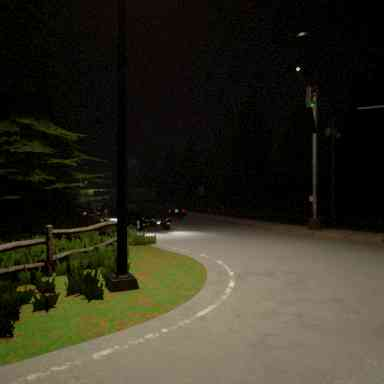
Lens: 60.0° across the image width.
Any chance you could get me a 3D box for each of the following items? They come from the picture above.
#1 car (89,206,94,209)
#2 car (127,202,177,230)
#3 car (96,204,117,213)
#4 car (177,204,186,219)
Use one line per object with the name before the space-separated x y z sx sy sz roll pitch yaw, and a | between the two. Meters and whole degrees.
car | -11.219 1.499 39.095 1.812 1.442 4.674 0 0 -24
car | -2.893 1.478 20.716 1.837 1.490 4.892 0 0 -25
car | -7.045 1.537 29.761 1.994 1.385 4.181 0 0 -24
car | -2.221 1.520 28.037 2.033 1.411 5.357 0 0 -24
